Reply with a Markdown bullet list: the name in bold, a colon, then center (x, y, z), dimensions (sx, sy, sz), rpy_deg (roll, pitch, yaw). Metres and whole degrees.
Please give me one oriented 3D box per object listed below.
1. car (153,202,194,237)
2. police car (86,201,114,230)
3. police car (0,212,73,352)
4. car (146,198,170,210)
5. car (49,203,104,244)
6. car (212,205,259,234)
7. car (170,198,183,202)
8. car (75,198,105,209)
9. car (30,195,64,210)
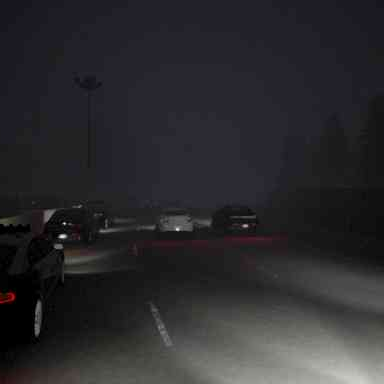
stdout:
- **car**: center (-1.010, 1.525, 18.117), dimensions (1.812, 1.442, 4.674), rpy_deg (0, 0, -8)
- **police car**: center (-6.186, 1.425, 21.362), dimensions (1.930, 1.638, 5.238), rpy_deg (0, 0, -5)
- **police car**: center (-3.597, 1.425, 6.262), dimensions (1.930, 1.638, 5.238), rpy_deg (0, 0, -14)
- **car**: center (-4.639, 1.526, 43.185), dimensions (1.812, 1.442, 4.674), rpy_deg (0, 0, 10)
- **car**: center (-5.479, 1.505, 15.545), dimensions (1.837, 1.490, 4.892), rpy_deg (0, 0, -9)
- **car**: center (2.375, 1.491, 19.239), dimensions (2.128, 1.511, 4.902), rpy_deg (0, 0, -7)
- **car**: center (-2.847, 1.601, 53.092), dimensions (1.895, 1.301, 4.718), rpy_deg (0, 0, 14)
- **car**: center (-14.547, 1.547, 47.801), dimensions (2.033, 1.411, 5.357), rpy_deg (0, 0, 10)
- **car**: center (-18.670, 1.352, 43.044), dimensions (2.097, 1.767, 4.553), rpy_deg (0, 0, 7)
